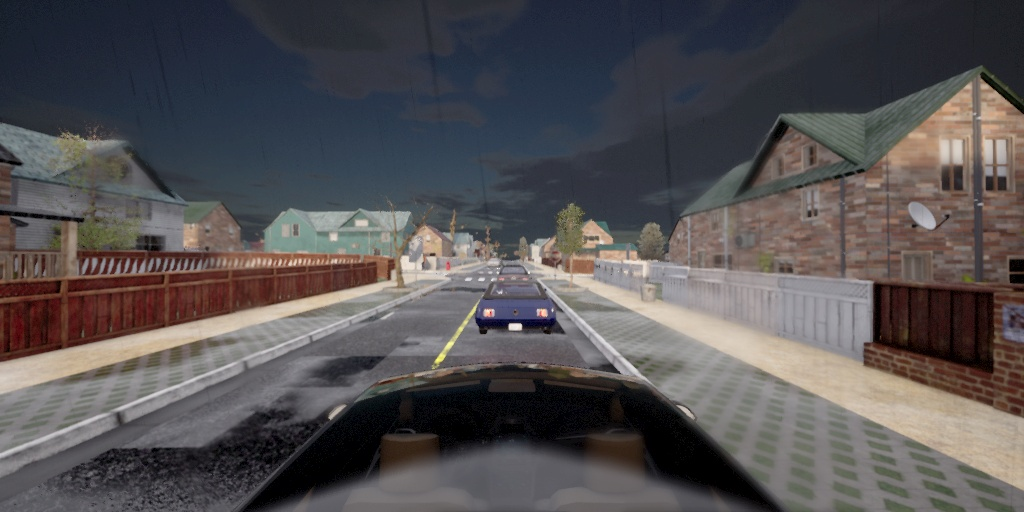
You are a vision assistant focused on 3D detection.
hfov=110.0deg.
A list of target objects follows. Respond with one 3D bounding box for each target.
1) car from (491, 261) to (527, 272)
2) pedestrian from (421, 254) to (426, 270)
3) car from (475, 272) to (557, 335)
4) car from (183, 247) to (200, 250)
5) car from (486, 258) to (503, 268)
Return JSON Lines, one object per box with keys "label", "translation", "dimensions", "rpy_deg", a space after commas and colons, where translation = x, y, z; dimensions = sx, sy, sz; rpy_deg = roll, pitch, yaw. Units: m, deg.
{"label": "car", "translation": [0.077, 1.221, 20.569], "dimensions": [2.033, 1.411, 5.357], "rpy_deg": [0, 0, 0]}
{"label": "pedestrian", "translation": [-9.638, 0.638, 38.900], "dimensions": [0.375, 1.860, 0.375], "rpy_deg": [0, -2, 0]}
{"label": "car", "translation": [0.089, 1.313, 10.356], "dimensions": [1.895, 1.301, 4.718], "rpy_deg": [0, 0, 0]}
{"label": "car", "translation": [-30.048, 0.191, 33.042], "dimensions": [5.566, 2.045, 2.150], "rpy_deg": [1, -1, 0]}
{"label": "car", "translation": [-2.840, 1.110, 56.121], "dimensions": [1.812, 1.442, 4.674], "rpy_deg": [0, 0, 0]}
